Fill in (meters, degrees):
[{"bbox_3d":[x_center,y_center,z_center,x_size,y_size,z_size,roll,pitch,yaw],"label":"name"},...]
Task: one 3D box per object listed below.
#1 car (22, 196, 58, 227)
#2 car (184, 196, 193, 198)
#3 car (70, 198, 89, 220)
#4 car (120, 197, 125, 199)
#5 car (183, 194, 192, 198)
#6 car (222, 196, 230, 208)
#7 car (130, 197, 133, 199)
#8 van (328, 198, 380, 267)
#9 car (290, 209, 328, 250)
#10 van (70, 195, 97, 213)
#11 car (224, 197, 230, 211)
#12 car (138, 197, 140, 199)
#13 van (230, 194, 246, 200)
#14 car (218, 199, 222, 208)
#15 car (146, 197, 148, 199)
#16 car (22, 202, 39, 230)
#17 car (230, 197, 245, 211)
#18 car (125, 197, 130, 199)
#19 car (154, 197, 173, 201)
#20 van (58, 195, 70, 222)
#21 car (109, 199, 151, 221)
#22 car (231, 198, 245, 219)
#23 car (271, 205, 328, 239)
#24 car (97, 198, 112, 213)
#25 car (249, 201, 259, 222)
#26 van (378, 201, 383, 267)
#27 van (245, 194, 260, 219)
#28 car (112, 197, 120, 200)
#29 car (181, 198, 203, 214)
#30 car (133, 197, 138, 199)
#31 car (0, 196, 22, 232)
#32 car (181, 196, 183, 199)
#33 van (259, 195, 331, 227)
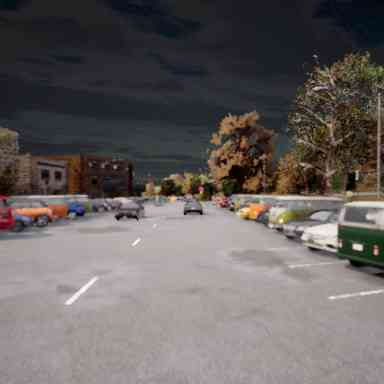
[{"bbox_3d":[-11.373,1.362,21.551,4.553,1.767,2.185,-1,0,-20],"label":"car"},{"bbox_3d":[0.125,1.664,49.544,1.994,1.385,4.181,0,0,0],"label":"car"},{"bbox_3d":[-11.390,1.501,27.410,5.008,1.535,2.097,-1,0,-20],"label":"car"},{"bbox_3d":[-11.359,1.584,42.091,4.792,1.488,2.163,-1,-1,-20],"label":"car"},{"bbox_3d":[-0.594,1.837,86.344,2.097,1.535,5.008,0,-1,-1],"label":"car"},{"bbox_3d":[6.399,1.415,39.121,4.553,1.767,2.185,1,-1,-20],"label":"car"},{"bbox_3d":[-11.385,1.619,47.947,4.674,1.452,2.002,-1,-1,-20],"label":"car"},{"bbox_3d":[6.515,1.256,9.733,4.442,1.987,1.878,1,0,-20],"label":"van"},{"bbox_3d":[6.412,1.520,12.629,4.674,1.452,2.002,1,0,-20],"label":"car"},{"bbox_3d":[-11.290,1.282,30.389,4.442,1.987,1.878,-1,0,-20],"label":"van"},{"bbox_3d":[6.450,1.560,36.197,4.792,1.488,2.163,1,0,-20],"label":"car"},{"bbox_3d":[-11.381,1.644,53.816,4.674,1.452,2.002,-1,-1,-20],"label":"car"},{"bbox_3d":[6.529,1.296,33.288,4.442,1.987,1.878,1,0,-20],"label":"van"},{"bbox_3d":[6.455,1.596,45.032,4.792,1.488,2.163,1,-1,-20],"label":"car"},{"bbox_3d":[-11.370,1.642,62.612,4.892,1.521,2.231,-1,0,-20],"label":"car"},{"bbox_3d":[-11.405,1.525,18.613,4.674,1.452,2.002,-1,0,-20],"label":"car"},{"bbox_3d":[6.411,1.510,30.298,4.892,1.521,2.231,1,0,-20],"label":"car"},{"bbox_3d":[-11.395,1.568,45.017,4.892,1.521,2.231,-1,-1,-20],"label":"car"},{"bbox_3d":[-4.958,1.317,58.485,2.128,1.511,4.902,0,0,0],"label":"car"},{"bbox_3d":[-11.510,1.270,24.434,4.442,1.987,1.878,-1,0,-20],"label":"van"},{"bbox_3d":[-5.064,1.564,27.890,2.033,1.411,5.357,0,0,0],"label":"car"},{"bbox_3d":[6.243,1.496,27.288,5.366,1.575,1.946,1,0,-20],"label":"car"},{"bbox_3d":[6.411,1.522,15.574,4.674,1.452,2.002,1,0,-20],"label":"car"},{"bbox_3d":[-11.423,1.405,36.205,4.553,1.767,2.185,-1,0,-20],"label":"car"},{"bbox_3d":[6.409,1.528,21.468,4.674,1.452,2.002,1,0,-20],"label":"car"},{"bbox_3d":[6.296,1.254,6.700,4.442,1.987,1.878,1,0,-20],"label":"van"},{"bbox_3d":[6.526,1.271,24.452,4.442,1.987,1.878,1,0,-20],"label":"van"},{"bbox_3d":[-11.395,1.543,39.145,4.892,1.521,2.231,-1,0,-20],"label":"car"},{"bbox_3d":[0.125,1.605,35.372,1.994,1.385,4.181,0,0,0],"label":"car"},{"bbox_3d":[-11.552,1.591,50.812,5.366,1.575,1.946,-1,0,-20],"label":"car"},{"bbox_3d":[-11.434,1.231,15.664,5.566,2.045,2.435,-1,0,-20],"label":"car"},{"bbox_3d":[-0.951,1.681,92.331,2.435,2.045,5.566,0,-1,-7],"label":"car"},{"bbox_3d":[6.306,1.258,18.476,4.442,1.987,1.878,1,0,-20],"label":"van"}]
